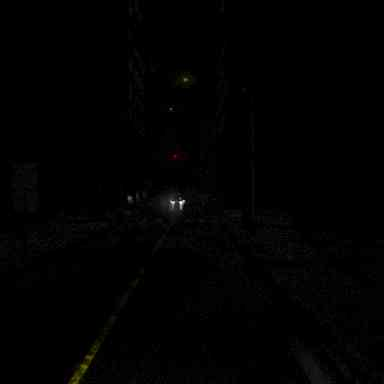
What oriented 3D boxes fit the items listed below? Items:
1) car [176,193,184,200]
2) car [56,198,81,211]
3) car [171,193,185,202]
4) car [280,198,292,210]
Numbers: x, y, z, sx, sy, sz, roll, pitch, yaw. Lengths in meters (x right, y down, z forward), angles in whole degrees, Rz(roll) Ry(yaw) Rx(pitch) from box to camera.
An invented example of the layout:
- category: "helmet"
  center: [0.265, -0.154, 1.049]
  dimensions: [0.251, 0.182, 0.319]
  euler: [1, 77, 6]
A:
- category: "car"
  center: [-2.734, 0.986, 78.210]
  dimensions: [1.812, 1.442, 4.674]
  euler: [0, 0, 0]
- category: "car"
  center: [-14.526, 1.322, 36.663]
  dimensions: [4.313, 1.339, 1.947]
  euler: [0, 1, 0]
- category: "car"
  center: [-2.764, 1.082, 62.719]
  dimensions: [1.837, 1.490, 4.892]
  euler: [0, 1, 1]
- category: "car"
  center: [12.356, 1.046, 36.616]
  dimensions: [5.009, 1.841, 2.192]
  euler: [0, 1, 0]
